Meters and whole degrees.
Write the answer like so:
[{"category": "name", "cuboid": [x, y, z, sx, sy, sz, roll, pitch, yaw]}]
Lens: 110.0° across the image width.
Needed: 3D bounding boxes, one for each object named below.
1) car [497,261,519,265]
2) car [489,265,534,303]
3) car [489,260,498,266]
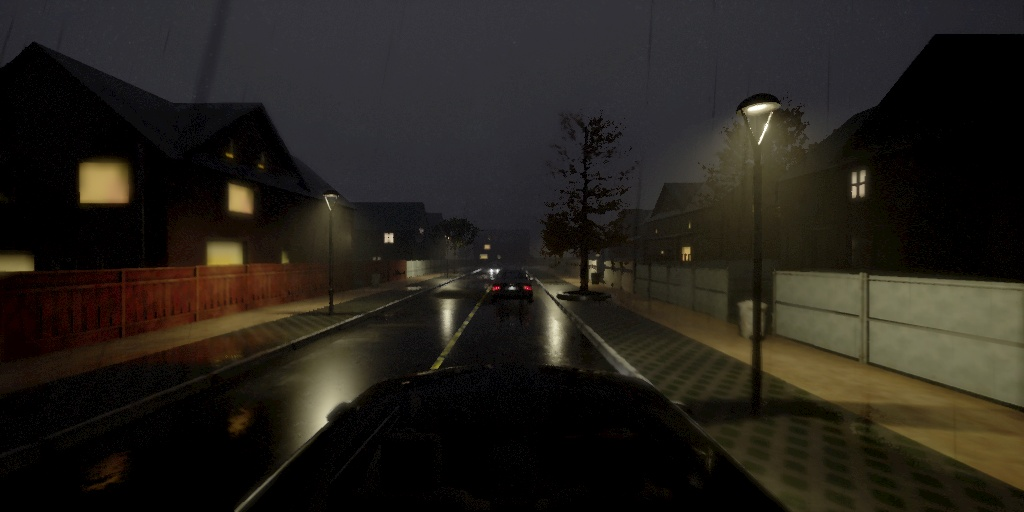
[{"category": "car", "cuboid": [0.000, 1.336, 31.504, 2.033, 1.411, 5.357, 0, 0, 0]}, {"category": "car", "cuboid": [0.000, 1.314, 16.502, 2.033, 1.411, 5.357, 0, 0, 0]}, {"category": "car", "cuboid": [-2.750, 1.388, 59.593, 2.128, 1.511, 4.902, 0, 0, 0]}]
